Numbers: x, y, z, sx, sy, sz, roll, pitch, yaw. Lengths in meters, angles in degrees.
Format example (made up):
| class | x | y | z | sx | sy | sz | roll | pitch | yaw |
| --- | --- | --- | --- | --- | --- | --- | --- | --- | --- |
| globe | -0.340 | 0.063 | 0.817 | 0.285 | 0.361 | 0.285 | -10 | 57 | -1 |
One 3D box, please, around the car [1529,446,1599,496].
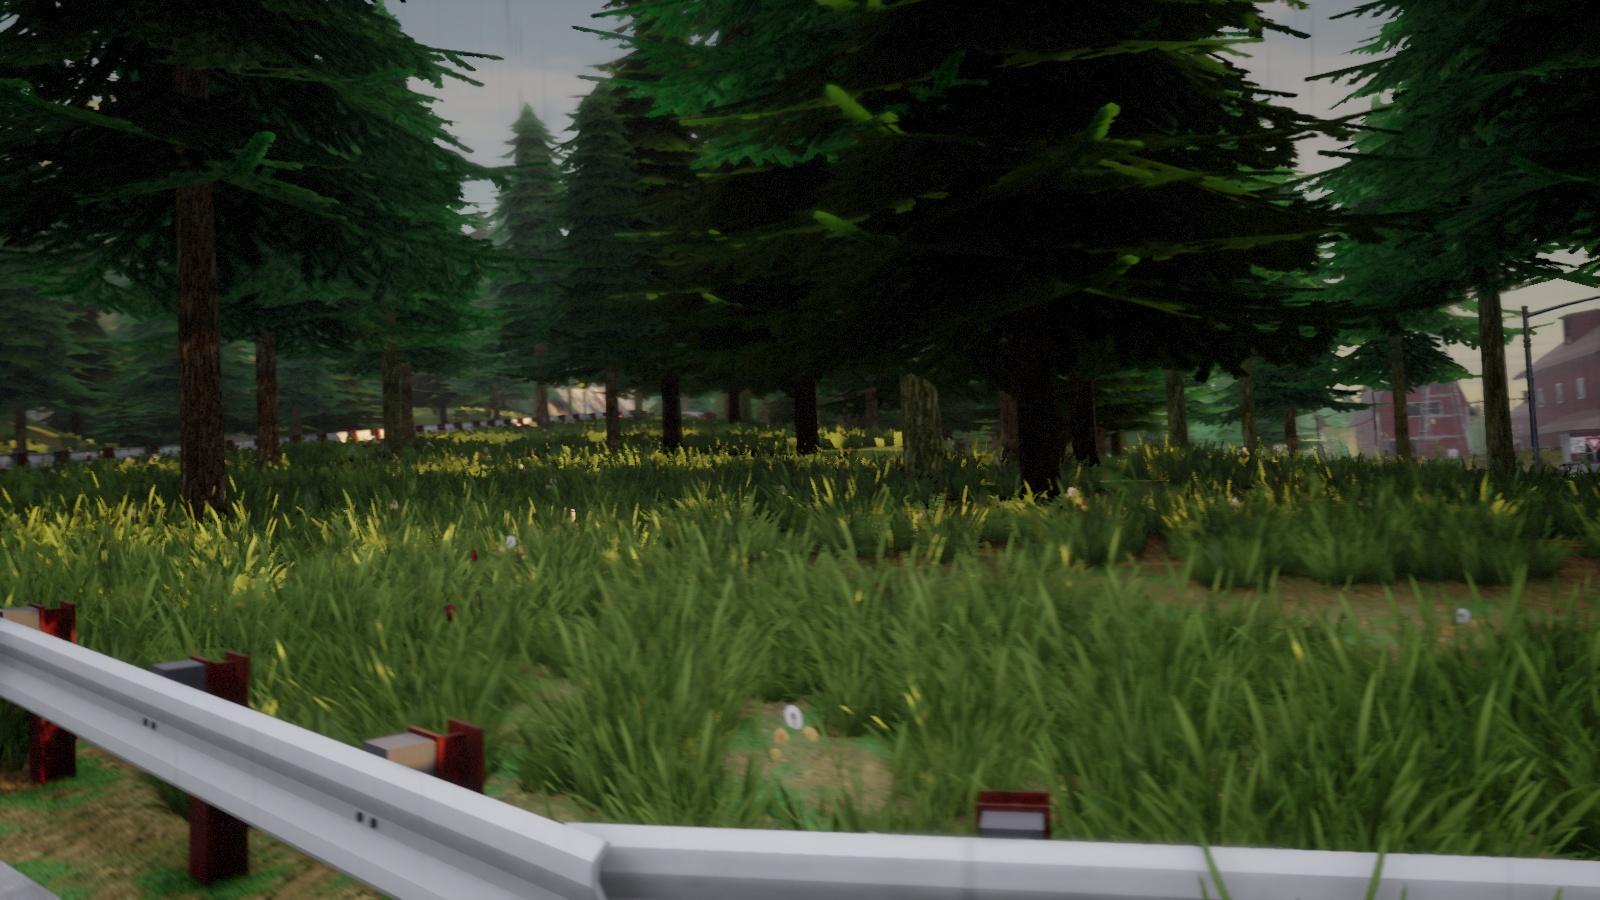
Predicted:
| class | x | y | z | sx | sy | sz | roll | pitch | yaw |
| --- | --- | --- | --- | --- | --- | --- | --- | --- | --- |
| car | 24.093 | 0.611 | 38.543 | 1.994 | 1.385 | 4.181 | -5 | -2 | 17 |
